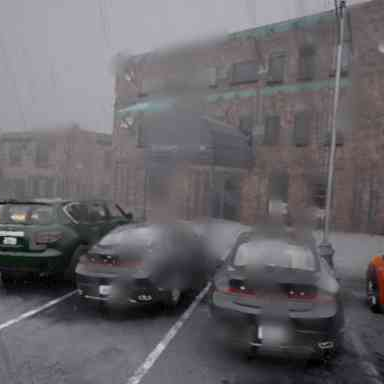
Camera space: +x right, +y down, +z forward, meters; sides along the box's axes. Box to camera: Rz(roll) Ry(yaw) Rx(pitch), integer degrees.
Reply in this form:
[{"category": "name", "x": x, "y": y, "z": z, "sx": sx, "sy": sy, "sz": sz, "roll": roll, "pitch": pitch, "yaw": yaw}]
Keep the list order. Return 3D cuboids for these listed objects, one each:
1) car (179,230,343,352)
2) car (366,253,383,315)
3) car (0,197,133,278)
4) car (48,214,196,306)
[{"category": "car", "x": 1.589, "y": 1.459, "z": 6.309, "sx": 2.231, "sy": 1.521, "sz": 4.892, "roll": 0, "pitch": -1, "yaw": 15}, {"category": "car", "x": 3.970, "y": 1.352, "z": 4.585, "sx": 2.185, "sy": 1.767, "sz": 4.553, "roll": 1, "pitch": 0, "yaw": 16}, {"category": "car", "x": -3.188, "y": 1.183, "z": 9.744, "sx": 2.435, "sy": 2.045, "sz": 5.566, "roll": 0, "pitch": -1, "yaw": 15}, {"category": "car", "x": -0.806, "y": 1.442, "z": 8.011, "sx": 2.231, "sy": 1.521, "sz": 4.892, "roll": 0, "pitch": -1, "yaw": 15}]
